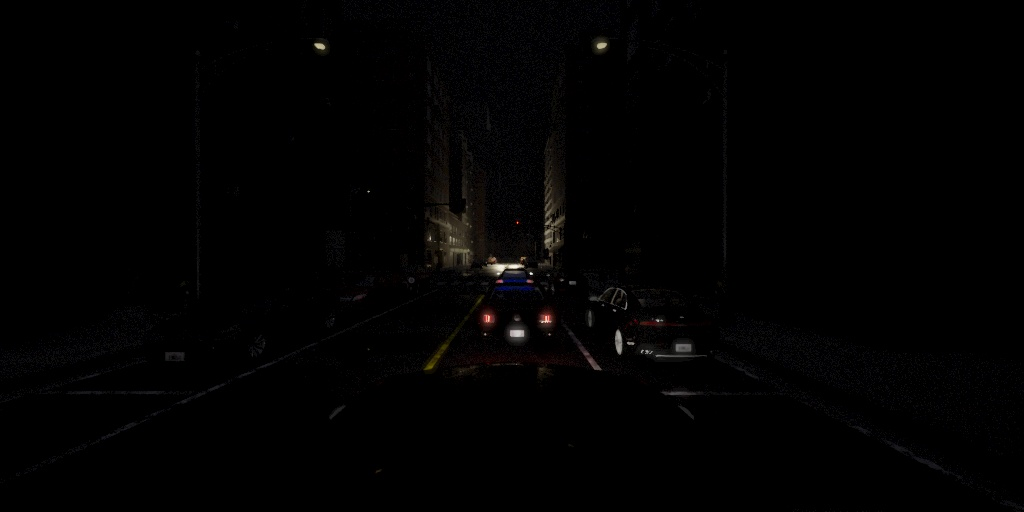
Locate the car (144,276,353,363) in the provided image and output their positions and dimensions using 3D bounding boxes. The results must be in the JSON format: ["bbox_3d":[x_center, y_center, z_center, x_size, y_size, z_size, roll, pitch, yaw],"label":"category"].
[{"bbox_3d":[-5.650,1.315,8.197,1.948,1.339,4.313,0,0,0],"label":"car"}]

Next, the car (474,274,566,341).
[{"bbox_3d":[0.118,1.351,9.797,1.895,1.301,4.718,0,0,0],"label":"car"}]

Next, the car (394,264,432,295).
[{"bbox_3d":[-5.619,1.190,19.200,1.967,1.591,4.097,0,0,0],"label":"car"}]

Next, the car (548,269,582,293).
[{"bbox_3d":[2.907,1.316,19.175,1.948,1.339,4.313,0,0,0],"label":"car"}]

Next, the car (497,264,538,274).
[{"bbox_3d":[0.145,1.315,18.556,1.994,1.385,4.181,0,0,1],"label":"car"}]

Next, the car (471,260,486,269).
[{"bbox_3d":[-5.477,1.368,56.301,1.802,1.307,4.207,0,0,0],"label":"car"}]

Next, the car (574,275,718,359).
[{"bbox_3d":[2.875,1.300,8.172,2.007,1.370,4.403,0,0,0],"label":"car"}]

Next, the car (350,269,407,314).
[{"bbox_3d":[-5.635,1.332,13.698,1.802,1.307,4.207,0,0,0],"label":"car"}]

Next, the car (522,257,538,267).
[{"bbox_3d":[3.048,1.226,56.264,1.967,1.591,4.097,0,0,0],"label":"car"}]
